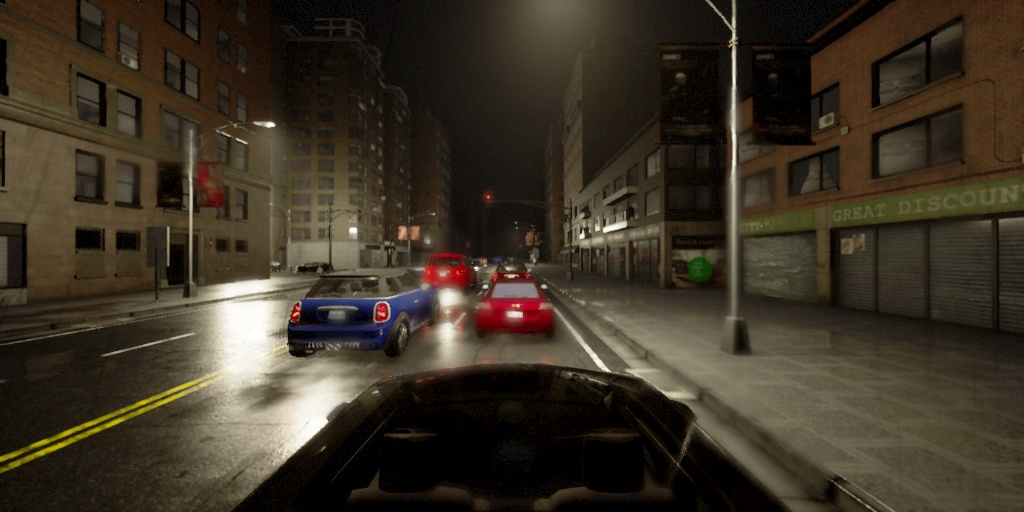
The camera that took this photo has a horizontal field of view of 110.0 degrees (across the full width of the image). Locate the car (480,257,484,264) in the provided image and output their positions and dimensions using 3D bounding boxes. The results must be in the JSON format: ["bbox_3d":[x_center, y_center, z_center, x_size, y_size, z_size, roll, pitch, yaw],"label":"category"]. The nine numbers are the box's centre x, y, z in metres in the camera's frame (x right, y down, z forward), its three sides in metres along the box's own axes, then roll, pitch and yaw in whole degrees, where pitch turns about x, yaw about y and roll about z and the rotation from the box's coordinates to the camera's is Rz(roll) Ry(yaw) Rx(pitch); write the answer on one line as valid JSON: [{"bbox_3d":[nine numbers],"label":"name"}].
[{"bbox_3d":[-6.622,1.124,62.366,2.128,1.511,4.902,0,0,0],"label":"car"}]

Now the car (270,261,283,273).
[{"bbox_3d":[-27.855,1.241,39.970,4.403,1.370,2.007,0,0,0],"label":"car"}]

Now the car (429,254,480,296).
[{"bbox_3d":[-3.170,0.933,19.132,2.150,2.045,5.566,0,0,0],"label":"car"}]

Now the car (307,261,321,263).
[{"bbox_3d":[-22.193,1.256,39.951,4.313,1.339,1.948,0,0,0],"label":"car"}]

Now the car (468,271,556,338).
[{"bbox_3d":[0.084,1.294,10.121,1.994,1.385,4.181,0,0,0],"label":"car"}]

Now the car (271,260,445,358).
[{"bbox_3d":[-3.155,1.086,8.602,2.097,1.767,4.553,0,0,0],"label":"car"}]

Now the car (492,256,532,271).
[{"bbox_3d":[-0.020,1.063,19.100,2.097,1.767,4.553,0,0,0],"label":"car"}]
